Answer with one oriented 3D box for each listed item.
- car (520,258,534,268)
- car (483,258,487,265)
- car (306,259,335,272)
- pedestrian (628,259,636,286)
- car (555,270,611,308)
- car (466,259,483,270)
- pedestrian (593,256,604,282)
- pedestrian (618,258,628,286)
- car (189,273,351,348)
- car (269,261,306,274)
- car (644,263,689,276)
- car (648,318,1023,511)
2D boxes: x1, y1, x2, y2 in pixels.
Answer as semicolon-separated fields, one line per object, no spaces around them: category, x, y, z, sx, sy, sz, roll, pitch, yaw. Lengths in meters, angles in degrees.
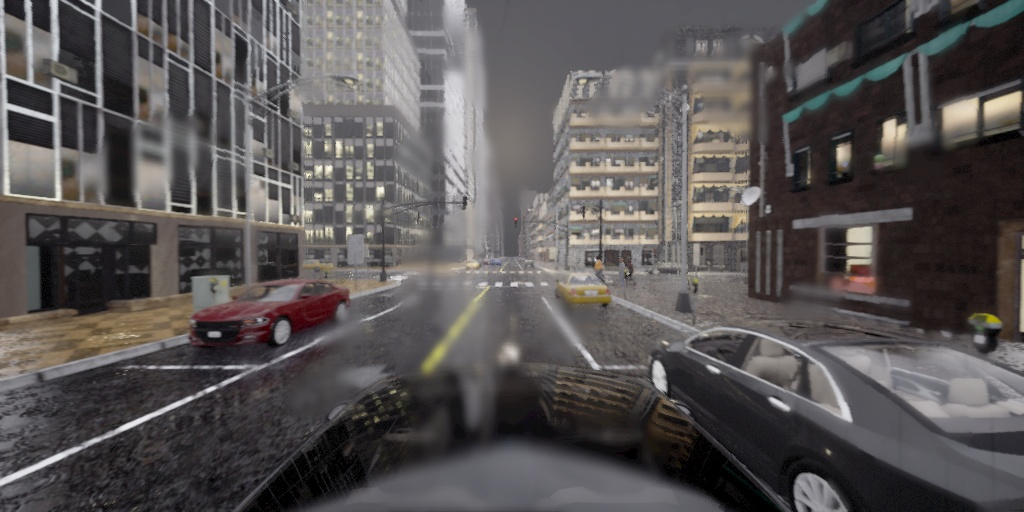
car;2.699;1.248;58.465;2.007;1.370;4.403;0;0;0
car;-5.682;1.264;58.466;1.948;1.339;4.313;0;0;0
car;-21.661;1.002;38.496;4.829;1.417;1.751;0;0;1
pedestrian;7.769;1.056;23.778;0.375;1.860;0.375;-1;1;0
car;2.821;1.262;15.025;1.751;1.417;4.829;0;0;0
car;-5.683;1.229;52.642;1.751;1.417;4.829;0;0;0
pedestrian;5.860;0.878;24.375;0.375;1.860;0.375;-1;1;0
pedestrian;7.107;1.037;23.178;0.375;1.860;0.375;-1;1;0
car;-5.820;1.288;9.270;1.888;1.381;4.507;0;0;0
car;-20.282;1.182;30.162;4.403;1.370;2.007;0;0;1
car;16.314;1.347;37.992;4.403;1.370;2.007;0;0;1
car;2.819;1.299;3.566;2.007;1.370;4.403;0;0;0
